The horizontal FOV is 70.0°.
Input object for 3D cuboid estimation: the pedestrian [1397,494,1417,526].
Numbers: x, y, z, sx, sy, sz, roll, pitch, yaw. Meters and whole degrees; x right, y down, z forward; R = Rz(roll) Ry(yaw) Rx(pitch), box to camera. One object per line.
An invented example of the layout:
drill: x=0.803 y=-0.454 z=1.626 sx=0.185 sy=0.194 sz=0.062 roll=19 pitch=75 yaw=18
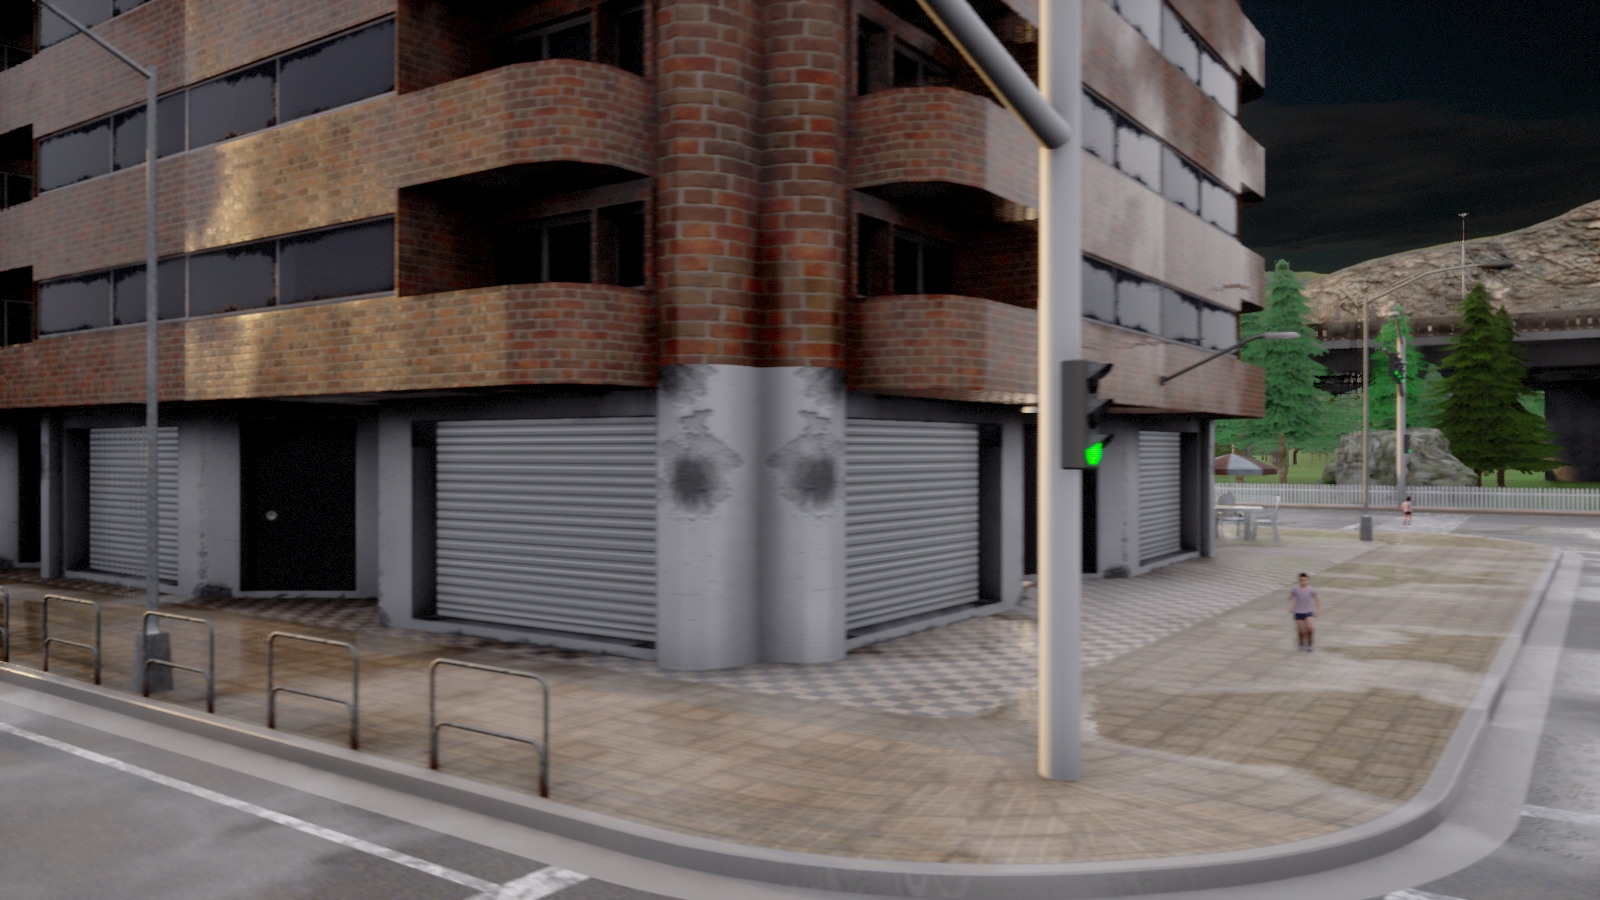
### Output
pedestrian: x=22.053 y=2.172 z=41.504 sx=0.500 sy=1.100 sz=0.500 roll=0 pitch=0 yaw=43

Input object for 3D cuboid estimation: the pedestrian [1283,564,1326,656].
pedestrian: x=6.592 y=2.076 z=14.920 sx=0.500 sy=1.100 sz=0.500 roll=0 pitch=0 yaw=25
